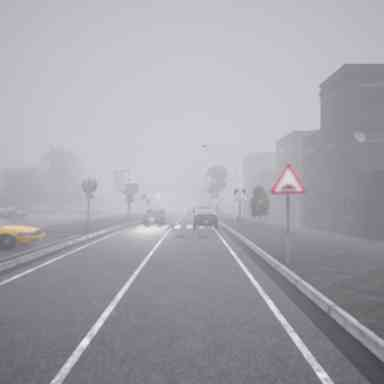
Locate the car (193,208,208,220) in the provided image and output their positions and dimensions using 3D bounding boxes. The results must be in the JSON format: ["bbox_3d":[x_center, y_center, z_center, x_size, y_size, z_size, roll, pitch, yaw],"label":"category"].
[{"bbox_3d":[1.052,2.731,42.038,1.812,1.442,4.674,0,-2,0],"label":"car"}]

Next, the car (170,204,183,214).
[{"bbox_3d":[-3.069,3.551,70.220,2.150,2.045,5.566,0,-2,0],"label":"car"}]

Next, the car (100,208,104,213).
[{"bbox_3d":[-21.778,3.784,70.179,5.008,1.535,2.097,0,-2,0],"label":"car"}]

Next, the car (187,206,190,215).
[{"bbox_3d":[0.152,3.383,62.560,2.097,1.767,4.553,0,-2,0],"label":"car"}]

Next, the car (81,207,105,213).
[{"bbox_3d":[-21.756,3.952,73.324,4.674,1.452,2.002,0,-2,0],"label":"car"}]

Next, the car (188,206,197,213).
[{"bbox_3d":[0.208,4.054,77.589,2.033,1.411,5.357,0,-2,0],"label":"car"}]

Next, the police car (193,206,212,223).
[{"bbox_3d":[1.030,2.391,36.152,1.930,1.638,5.238,0,-2,0],"label":"police car"}]

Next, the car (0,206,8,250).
[{"bbox_3d":[-9.569,1.503,11.860,4.553,1.767,2.185,0,-1,0],"label":"car"}]

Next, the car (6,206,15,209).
[{"bbox_3d":[-21.881,2.449,36.150,4.674,1.452,2.002,0,-2,0],"label":"car"}]

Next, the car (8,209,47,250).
[{"bbox_3d":[-9.365,1.693,14.776,5.366,1.575,1.946,0,-1,0],"label":"car"}]

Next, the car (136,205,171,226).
[{"bbox_3d":[-3.306,2.194,29.741,2.128,1.511,4.902,0,-2,0],"label":"car"}]

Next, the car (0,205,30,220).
[{"bbox_3d":[-21.940,2.410,39.325,4.553,1.767,2.185,0,-2,0],"label":"car"}]

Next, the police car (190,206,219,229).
[{"bbox_3d":[1.002,1.993,26.150,1.930,1.638,5.238,0,-2,0],"label":"police car"}]

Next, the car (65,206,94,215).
[{"bbox_3d":[-21.799,3.560,63.634,4.674,1.452,2.002,0,-2,0],"label":"car"}]

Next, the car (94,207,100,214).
[{"bbox_3d":[-21.781,3.653,66.909,4.892,1.521,2.231,0,-2,0],"label":"car"}]
